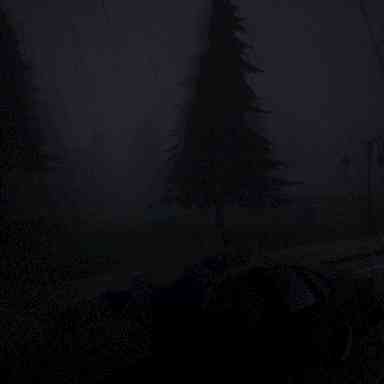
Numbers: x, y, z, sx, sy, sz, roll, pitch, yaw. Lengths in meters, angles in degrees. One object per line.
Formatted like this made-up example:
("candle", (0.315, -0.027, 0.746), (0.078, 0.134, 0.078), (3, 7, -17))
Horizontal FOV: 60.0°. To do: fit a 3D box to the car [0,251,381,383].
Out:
("car", (0.307, 1.549, 4.204), (5.357, 1.411, 2.033), (0, 0, -35))
